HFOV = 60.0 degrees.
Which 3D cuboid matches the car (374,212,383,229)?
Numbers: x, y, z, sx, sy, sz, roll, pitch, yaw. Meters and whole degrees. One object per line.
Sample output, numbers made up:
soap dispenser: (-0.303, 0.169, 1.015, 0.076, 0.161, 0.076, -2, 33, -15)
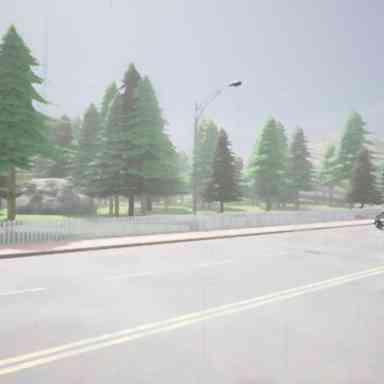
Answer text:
car: (14.375, 1.775, 22.739, 4.902, 1.511, 2.128, 1, -1, -35)
